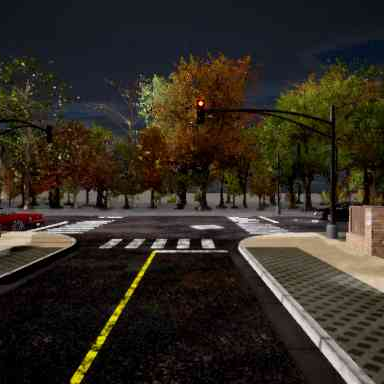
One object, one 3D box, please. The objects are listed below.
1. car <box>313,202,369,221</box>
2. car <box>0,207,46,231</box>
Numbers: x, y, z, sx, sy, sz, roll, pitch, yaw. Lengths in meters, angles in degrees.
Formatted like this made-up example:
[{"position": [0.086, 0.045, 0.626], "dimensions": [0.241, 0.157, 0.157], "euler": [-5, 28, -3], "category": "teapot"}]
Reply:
[{"position": [12.148, 1.556, 26.402], "dimensions": [4.892, 1.490, 1.837], "euler": [0, 0, 0], "category": "car"}, {"position": [-11.149, 1.558, 19.442], "dimensions": [4.718, 1.301, 1.895], "euler": [0, 0, 3], "category": "car"}]
